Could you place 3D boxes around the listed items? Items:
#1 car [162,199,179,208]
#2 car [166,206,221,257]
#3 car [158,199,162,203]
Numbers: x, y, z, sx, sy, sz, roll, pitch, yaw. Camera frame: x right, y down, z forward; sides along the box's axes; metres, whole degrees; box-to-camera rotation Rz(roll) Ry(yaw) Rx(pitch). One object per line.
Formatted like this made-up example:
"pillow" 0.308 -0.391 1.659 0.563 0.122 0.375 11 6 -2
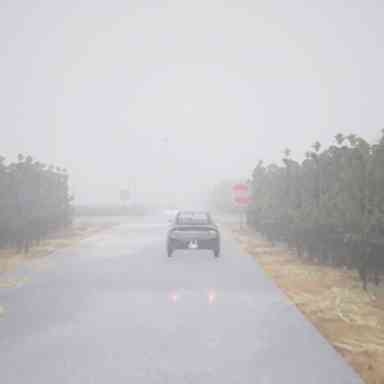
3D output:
"car" -3.173 2.118 53.434 2.128 1.511 4.902 0 -1 0
"car" 0.057 1.501 12.979 2.128 1.511 4.902 0 0 0
"car" -7.431 2.482 80.011 5.357 1.411 2.033 0 -1 0
